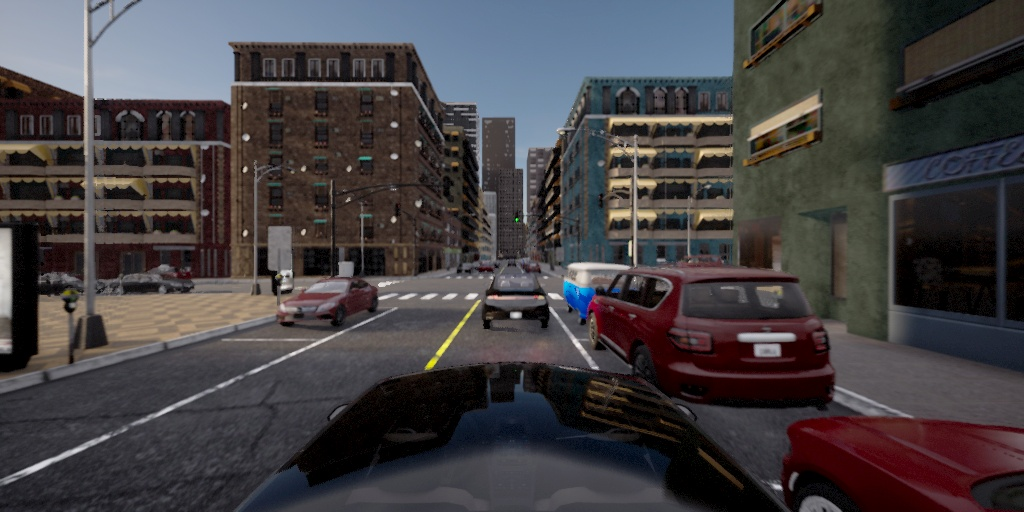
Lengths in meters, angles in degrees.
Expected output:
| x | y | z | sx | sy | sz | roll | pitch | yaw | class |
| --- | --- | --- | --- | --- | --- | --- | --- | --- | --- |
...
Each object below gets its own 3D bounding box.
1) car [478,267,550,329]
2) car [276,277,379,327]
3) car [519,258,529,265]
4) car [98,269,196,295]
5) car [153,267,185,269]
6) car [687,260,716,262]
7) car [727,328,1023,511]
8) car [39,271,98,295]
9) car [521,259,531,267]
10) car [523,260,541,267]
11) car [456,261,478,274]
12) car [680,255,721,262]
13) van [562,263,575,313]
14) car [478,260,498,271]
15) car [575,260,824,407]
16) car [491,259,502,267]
| x | y | z | sx | sy | sz | roll | pitch | yaw | class |
| --- | --- | --- | --- | --- | --- | --- | --- | --- | --- |
| 0.098 | 1.273 | 11.375 | 2.128 | 1.511 | 4.902 | 0 | 0 | 0 | car |
| -5.694 | 1.365 | 11.675 | 1.802 | 1.307 | 4.207 | 0 | 0 | 0 | car |
| 2.680 | 1.506 | 60.640 | 1.888 | 1.381 | 4.507 | 0 | 0 | 0 | car |
| -22.397 | 1.707 | 22.440 | 4.403 | 1.370 | 2.007 | 0 | 0 | 0 | car |
| -30.266 | 1.673 | 31.022 | 4.097 | 1.591 | 1.967 | 0 | 0 | 0 | car |
| 11.561 | 1.214 | 25.338 | 4.181 | 1.385 | 1.994 | -1 | 0 | -2 | car |
| 2.689 | 1.291 | 0.620 | 1.888 | 1.381 | 4.507 | 0 | 0 | 0 | car |
| -27.966 | 1.788 | 22.399 | 4.403 | 1.370 | 2.007 | 0 | 0 | 0 | car |
| 2.681 | 1.483 | 49.593 | 1.948 | 1.339 | 4.313 | 0 | 0 | 0 | car |
| 2.682 | 1.479 | 44.070 | 1.802 | 1.307 | 4.207 | 0 | 0 | 0 | car |
| -5.699 | 1.462 | 44.080 | 1.948 | 1.339 | 4.313 | 0 | 0 | 0 | car |
| 15.767 | 0.880 | 31.232 | 5.009 | 1.841 | 2.192 | 0 | 0 | 0 | car |
| 2.687 | 1.123 | 11.676 | 1.690 | 1.789 | 3.998 | 0 | 0 | 0 | van |
| -3.099 | 1.499 | 44.555 | 1.895 | 1.301 | 4.718 | 0 | 0 | 0 | car |
| 2.688 | 1.079 | 6.148 | 2.192 | 1.841 | 5.009 | 0 | 0 | 0 | car |
| -3.069 | 1.561 | 60.300 | 1.895 | 1.301 | 4.718 | 0 | 0 | 0 | car |
